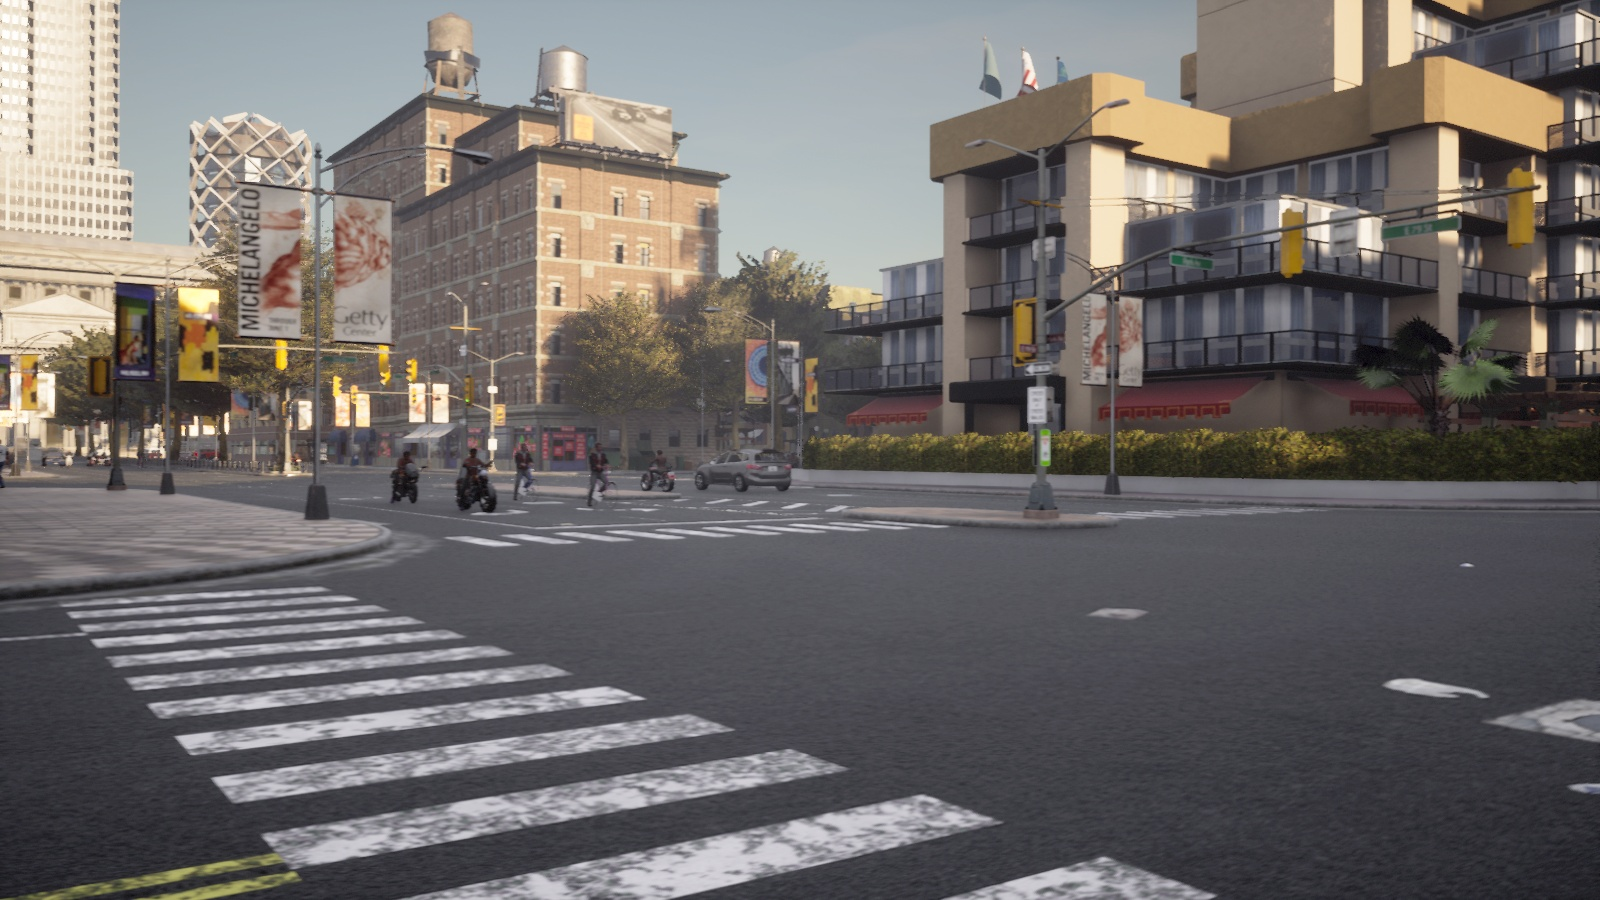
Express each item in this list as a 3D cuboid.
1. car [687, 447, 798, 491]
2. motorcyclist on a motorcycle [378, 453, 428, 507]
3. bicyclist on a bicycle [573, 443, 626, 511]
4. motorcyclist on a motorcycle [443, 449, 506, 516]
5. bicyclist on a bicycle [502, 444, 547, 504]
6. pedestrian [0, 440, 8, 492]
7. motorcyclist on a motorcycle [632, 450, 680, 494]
[{"bbox_3d":[-2.334,0.714,49.434,2.242,1.667,4.611,0,0,-35],"label":"car"},{"bbox_3d":[-11.541,0.840,36.486,0.797,1.523,2.044,0,0,-35],"label":"motorcyclist on a motorcycle"},{"bbox_3d":[-5.415,0.709,33.892,0.659,1.776,1.843,0,0,-35],"label":"bicyclist on a bicycle"},{"bbox_3d":[-8.301,0.790,31.911,0.766,1.649,2.350,0,0,-35],"label":"motorcyclist on a motorcycle"},{"bbox_3d":[-8.367,0.726,38.059,0.659,1.776,1.843,0,0,-35],"label":"bicyclist on a bicycle"},{"bbox_3d":[-28.762,0.572,45.000,0.706,1.836,0.354,0,0,30],"label":"pedestrian"},{"bbox_3d":[-5.497,0.823,47.848,0.766,1.649,2.350,0,0,-35],"label":"motorcyclist on a motorcycle"}]
